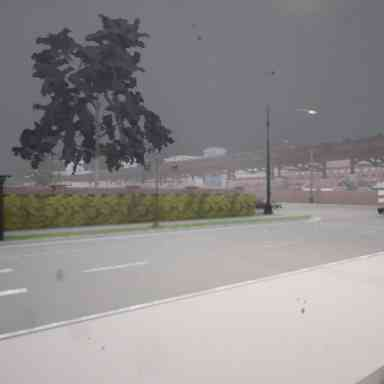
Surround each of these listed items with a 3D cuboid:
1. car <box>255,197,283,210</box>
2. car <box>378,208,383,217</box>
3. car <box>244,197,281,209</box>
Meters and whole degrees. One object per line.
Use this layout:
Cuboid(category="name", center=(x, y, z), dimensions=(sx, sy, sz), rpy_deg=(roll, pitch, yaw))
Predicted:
Cuboid(category="car", center=(8.829, 1.556, 41.974), dimensions=(2.033, 1.411, 5.357), rpy_deg=(0, 0, -35))
Cuboid(category="car", center=(17.674, 1.611, 27.463), dimensions=(1.895, 1.301, 4.718), rpy_deg=(0, 0, -4))
Cuboid(category="car", center=(9.789, 1.502, 46.693), dimensions=(2.128, 1.511, 4.902), rpy_deg=(0, 0, -35))
